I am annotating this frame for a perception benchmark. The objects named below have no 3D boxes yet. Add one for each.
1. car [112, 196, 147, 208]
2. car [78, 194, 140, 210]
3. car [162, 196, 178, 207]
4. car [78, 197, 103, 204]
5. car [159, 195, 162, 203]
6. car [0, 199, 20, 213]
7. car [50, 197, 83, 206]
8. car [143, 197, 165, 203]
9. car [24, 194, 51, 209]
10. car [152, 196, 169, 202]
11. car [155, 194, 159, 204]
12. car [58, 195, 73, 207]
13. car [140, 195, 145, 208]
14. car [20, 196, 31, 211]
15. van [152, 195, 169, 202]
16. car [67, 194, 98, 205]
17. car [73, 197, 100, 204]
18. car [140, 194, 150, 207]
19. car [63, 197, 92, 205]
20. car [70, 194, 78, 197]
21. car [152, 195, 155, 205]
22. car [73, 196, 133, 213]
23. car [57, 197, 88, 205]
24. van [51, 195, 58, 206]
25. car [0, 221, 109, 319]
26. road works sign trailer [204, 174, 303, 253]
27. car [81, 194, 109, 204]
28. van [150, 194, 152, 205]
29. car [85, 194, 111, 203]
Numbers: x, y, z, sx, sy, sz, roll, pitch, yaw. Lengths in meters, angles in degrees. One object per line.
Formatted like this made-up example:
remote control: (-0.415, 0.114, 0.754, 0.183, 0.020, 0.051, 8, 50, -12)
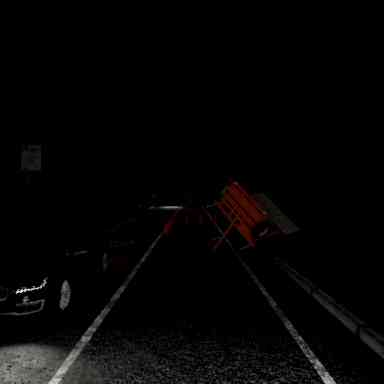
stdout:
car: (-8.813, 1.407, 47.263, 4.553, 1.767, 2.185, 0, -1, 0)
car: (-8.874, 1.208, 36.054, 5.566, 2.045, 2.435, 0, 0, 0)
car: (-3.249, 1.684, 53.200, 1.994, 1.385, 4.181, 0, -1, 0)
car: (-21.950, 1.810, 72.143, 4.674, 1.452, 2.002, 0, -1, 0)
car: (-8.887, 1.408, 61.282, 5.566, 2.045, 2.435, 0, -1, 0)
car: (-21.930, 1.458, 36.065, 5.008, 1.535, 2.097, 0, 0, 0)
car: (-21.928, 1.634, 58.343, 5.008, 1.535, 2.097, 0, -1, 0)
car: (-8.910, 1.869, 78.095, 4.792, 1.488, 2.163, 0, -1, 0)
car: (-21.892, 1.385, 44.421, 4.553, 1.767, 2.185, 0, 0, 0)
car: (-8.935, 1.921, 94.915, 4.553, 1.767, 2.185, 0, -1, 0)
car: (-8.849, 1.634, 58.476, 5.008, 1.535, 2.097, 0, -1, 0)
car: (-21.925, 1.623, 52.772, 4.674, 1.452, 2.002, 0, -1, 0)
car: (-8.849, 1.490, 41.656, 4.892, 1.521, 2.231, 0, 0, 0)
car: (-21.926, 1.513, 38.851, 4.674, 1.452, 2.002, 0, 0, 0)
van: (-8.783, 1.786, 92.113, 4.442, 1.987, 1.878, 0, -1, 0)
car: (-21.917, 1.460, 66.699, 5.566, 2.045, 2.435, 0, -1, 0)
car: (-21.944, 1.741, 69.483, 5.008, 1.535, 2.097, 0, -1, 0)
car: (-8.872, 1.259, 44.464, 5.566, 2.045, 2.435, 0, 0, 0)
car: (-21.970, 1.714, 63.913, 4.792, 1.488, 2.163, 0, -1, 0)
car: (-21.745, 1.605, 55.557, 5.366, 1.575, 1.946, 0, -1, 0)
car: (-8.842, 1.584, 52.870, 4.892, 1.521, 2.231, 0, -1, 0)
car: (-8.841, 1.450, 33.251, 4.892, 1.521, 2.231, 0, 0, 0)
car: (-21.908, 1.689, 61.128, 4.792, 1.488, 2.163, 0, -1, 0)
van: (-22.040, 1.307, 47.202, 4.442, 1.987, 1.878, 0, 0, 0)
car: (-3.250, 1.498, 7.616, 1.837, 1.490, 4.892, 0, 0, 0)
road works sign trailer: (2.367, 1.056, 12.647, 3.560, 2.880, 2.380, -5, 45, -44)
car: (-21.927, 1.552, 75.054, 5.566, 2.045, 2.435, 0, -1, 0)
van: (-8.730, 1.332, 50.068, 4.442, 1.987, 1.878, 0, -1, 0)
car: (-21.932, 1.585, 77.715, 5.566, 2.045, 2.435, 0, -1, 0)
